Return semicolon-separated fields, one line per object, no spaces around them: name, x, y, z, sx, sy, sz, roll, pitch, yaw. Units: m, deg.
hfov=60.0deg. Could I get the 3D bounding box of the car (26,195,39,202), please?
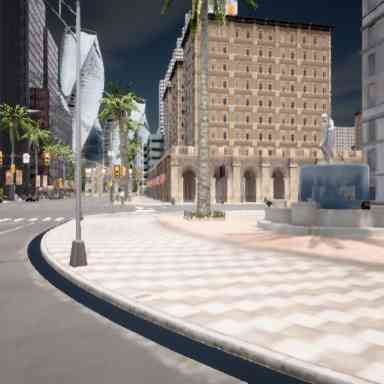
car;-35.798;1.484;74.754;2.161;1.482;4.786;0;0;-11
